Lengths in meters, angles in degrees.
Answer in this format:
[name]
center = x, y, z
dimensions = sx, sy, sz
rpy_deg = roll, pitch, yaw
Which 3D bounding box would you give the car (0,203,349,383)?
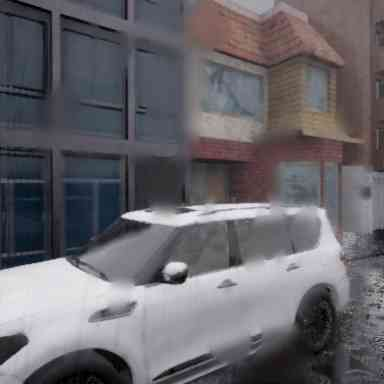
[car]
center = -0.128, 1.214, 4.514
dimensions = 5.566, 2.045, 2.150
rpy_deg = 0, 0, -35
